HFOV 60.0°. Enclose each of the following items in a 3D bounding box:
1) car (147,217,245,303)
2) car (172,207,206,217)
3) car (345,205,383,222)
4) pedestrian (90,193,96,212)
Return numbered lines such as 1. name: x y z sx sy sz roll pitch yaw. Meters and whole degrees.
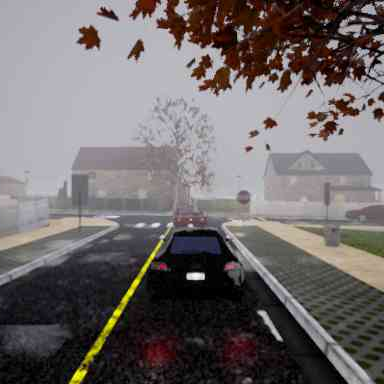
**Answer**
1. car: 0.091 1.557 8.262 1.994 1.385 4.181 0 0 1
2. car: -0.287 1.582 20.883 1.895 1.301 4.718 0 0 -5
3. car: 16.405 1.885 29.855 5.008 1.535 1.882 1 0 0
4. pedestrian: -9.718 0.990 32.593 0.375 1.860 0.375 0 -1 0
